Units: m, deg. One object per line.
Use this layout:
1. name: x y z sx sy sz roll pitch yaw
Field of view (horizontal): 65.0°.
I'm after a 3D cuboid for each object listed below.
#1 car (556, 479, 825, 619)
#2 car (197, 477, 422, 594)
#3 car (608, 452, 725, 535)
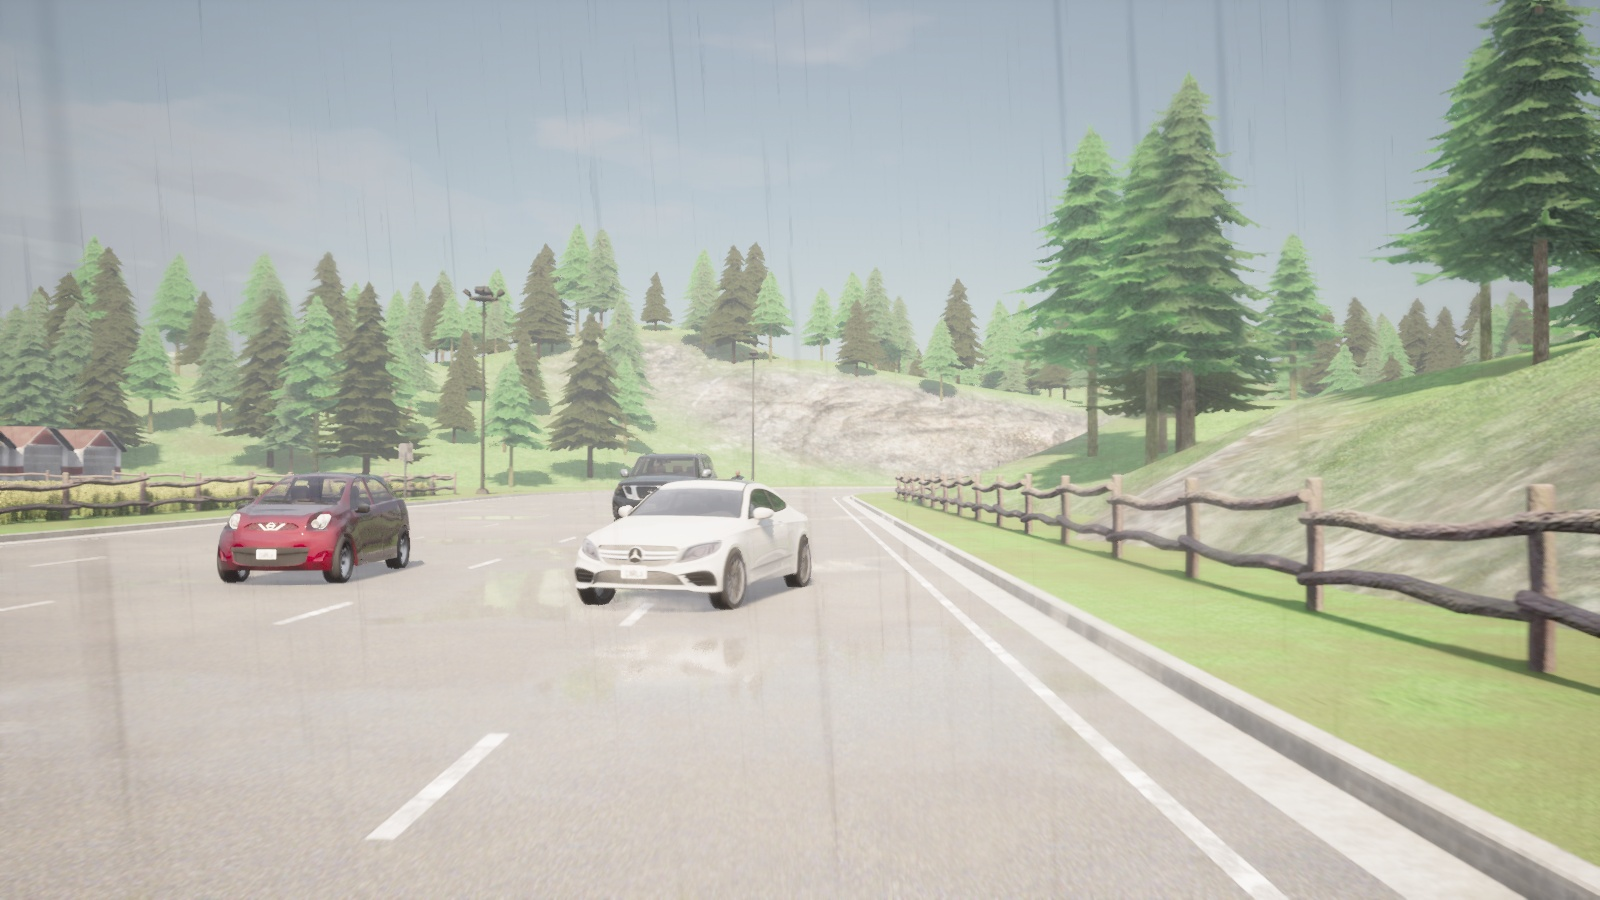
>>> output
1. car: -1.169 1.110 15.826 1.812 1.442 4.674 0 -1 16
2. car: -6.989 1.162 18.294 1.845 1.501 3.633 0 -1 0
3. car: -3.471 1.114 33.883 2.150 2.045 5.566 0 -1 4
